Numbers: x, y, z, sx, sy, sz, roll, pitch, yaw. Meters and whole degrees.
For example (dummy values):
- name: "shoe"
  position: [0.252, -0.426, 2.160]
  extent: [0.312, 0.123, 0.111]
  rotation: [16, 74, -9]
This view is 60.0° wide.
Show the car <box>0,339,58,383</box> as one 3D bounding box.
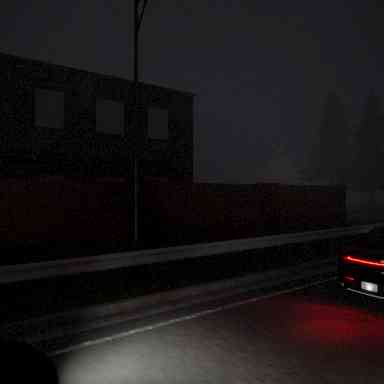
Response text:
- name: "car"
  position: [-3.081, 1.526, 1.550]
  extent: [4.674, 1.442, 1.812]
  rotation: [0, 0, -35]

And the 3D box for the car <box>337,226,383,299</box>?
- name: "car"
  position: [5.266, 1.505, 7.548]
  extent: [4.892, 1.490, 1.837]
  rotation: [0, 0, -35]
